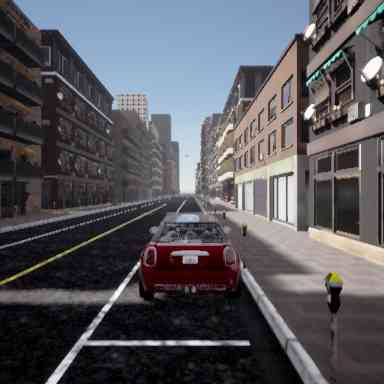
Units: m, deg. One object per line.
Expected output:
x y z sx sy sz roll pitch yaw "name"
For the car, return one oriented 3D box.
-0.032 1.343 8.619 2.097 1.767 4.553 0 0 0 "car"
